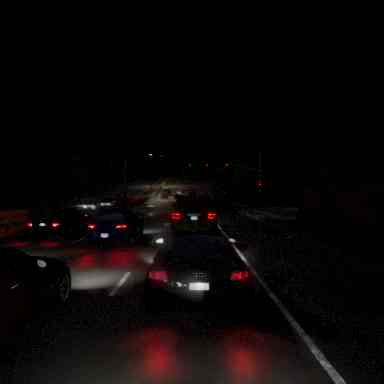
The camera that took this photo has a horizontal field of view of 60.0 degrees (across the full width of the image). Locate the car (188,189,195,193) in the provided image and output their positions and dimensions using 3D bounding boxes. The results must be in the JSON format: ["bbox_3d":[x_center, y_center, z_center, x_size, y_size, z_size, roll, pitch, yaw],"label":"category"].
[{"bbox_3d":[-0.159,0.794,86.737,2.150,2.045,5.566,0,3,0],"label":"car"}]

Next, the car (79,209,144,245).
[{"bbox_3d":[-3.410,1.526,15.305,1.812,1.442,4.674,0,0,0],"label":"car"}]

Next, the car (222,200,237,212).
[{"bbox_3d":[2.418,1.547,38.466,5.357,1.411,2.033,0,0,-10],"label":"car"}]

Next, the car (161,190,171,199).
[{"bbox_3d":[-7.161,1.070,87.097,1.812,1.442,4.674,0,3,0],"label":"car"}]

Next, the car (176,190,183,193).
[{"bbox_3d":[-3.661,1.070,87.119,1.812,1.442,4.674,0,3,0],"label":"car"}]

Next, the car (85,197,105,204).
[{"bbox_3d":[-17.599,1.601,59.453,1.895,1.301,4.718,0,0,0],"label":"car"}]

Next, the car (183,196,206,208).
[{"bbox_3d":[0.321,1.478,49.611,1.882,1.535,5.008,-2,1,-17],"label":"car"}]

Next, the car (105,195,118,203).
[{"bbox_3d":[-17.556,1.595,69.650,1.895,1.301,4.718,0,0,0],"label":"car"}]

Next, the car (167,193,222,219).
[{"bbox_3d":[0.089,1.221,17.022,2.150,2.045,5.566,0,0,0],"label":"car"}]

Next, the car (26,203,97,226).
[{"bbox_3d":[-6.902,1.547,17.756,2.033,1.411,5.357,0,0,-1],"label":"car"}]

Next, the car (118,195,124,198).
[{"bbox_3d":[-17.625,1.417,81.167,1.895,1.301,4.718,0,1,0],"label":"car"}]

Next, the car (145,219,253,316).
[{"bbox_3d":[0.101,1.564,7.618,1.994,1.385,4.181,0,0,-1],"label":"car"}]

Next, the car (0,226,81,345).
[{"bbox_3d":[-3.407,1.526,5.032,1.812,1.442,4.674,0,0,0],"label":"car"}]
